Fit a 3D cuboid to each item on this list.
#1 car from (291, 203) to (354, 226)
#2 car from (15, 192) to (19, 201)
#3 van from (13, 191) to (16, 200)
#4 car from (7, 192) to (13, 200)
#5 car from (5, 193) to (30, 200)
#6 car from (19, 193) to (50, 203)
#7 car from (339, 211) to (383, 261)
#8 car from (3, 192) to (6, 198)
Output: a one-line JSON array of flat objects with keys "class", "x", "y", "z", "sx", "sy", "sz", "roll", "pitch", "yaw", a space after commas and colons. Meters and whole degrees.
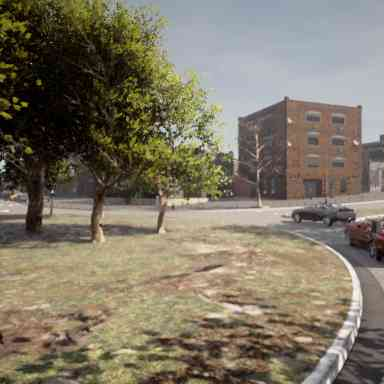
[{"class": "car", "x": 8.978, "y": 1.482, "z": 23.126, "sx": 2.128, "sy": 1.511, "sz": 4.902, "roll": 0, "pitch": 0, "yaw": -23}, {"class": "car", "x": -32.345, "y": 1.148, "z": 66.998, "sx": 4.553, "sy": 1.767, "sz": 2.185, "roll": 0, "pitch": 1, "yaw": -35}, {"class": "van", "x": -34.145, "y": 1.021, "z": 69.286, "sx": 4.442, "sy": 1.987, "sz": 1.878, "roll": 0, "pitch": 1, "yaw": -35}, {"class": "car", "x": -38.870, "y": 1.139, "z": 76.161, "sx": 5.008, "sy": 1.535, "sz": 2.097, "roll": 0, "pitch": 1, "yaw": -35}, {"class": "car", "x": -43.456, "y": 1.026, "z": 82.976, "sx": 5.366, "sy": 1.575, "sz": 1.946, "roll": 0, "pitch": 1, "yaw": -35}, {"class": "car", "x": -29.257, "y": 1.346, "z": 62.526, "sx": 4.792, "sy": 1.488, "sz": 2.163, "roll": 0, "pitch": 0, "yaw": -35}, {"class": "car", "x": 7.032, "y": 1.595, "z": 12.001, "sx": 1.895, "sy": 1.301, "sz": 4.718, "roll": 0, "pitch": 0, "yaw": 10}, {"class": "car", "x": -41.977, "y": 0.815, "z": 80.613, "sx": 5.566, "sy": 2.045, "sz": 2.435, "roll": 0, "pitch": 1, "yaw": -35}]
